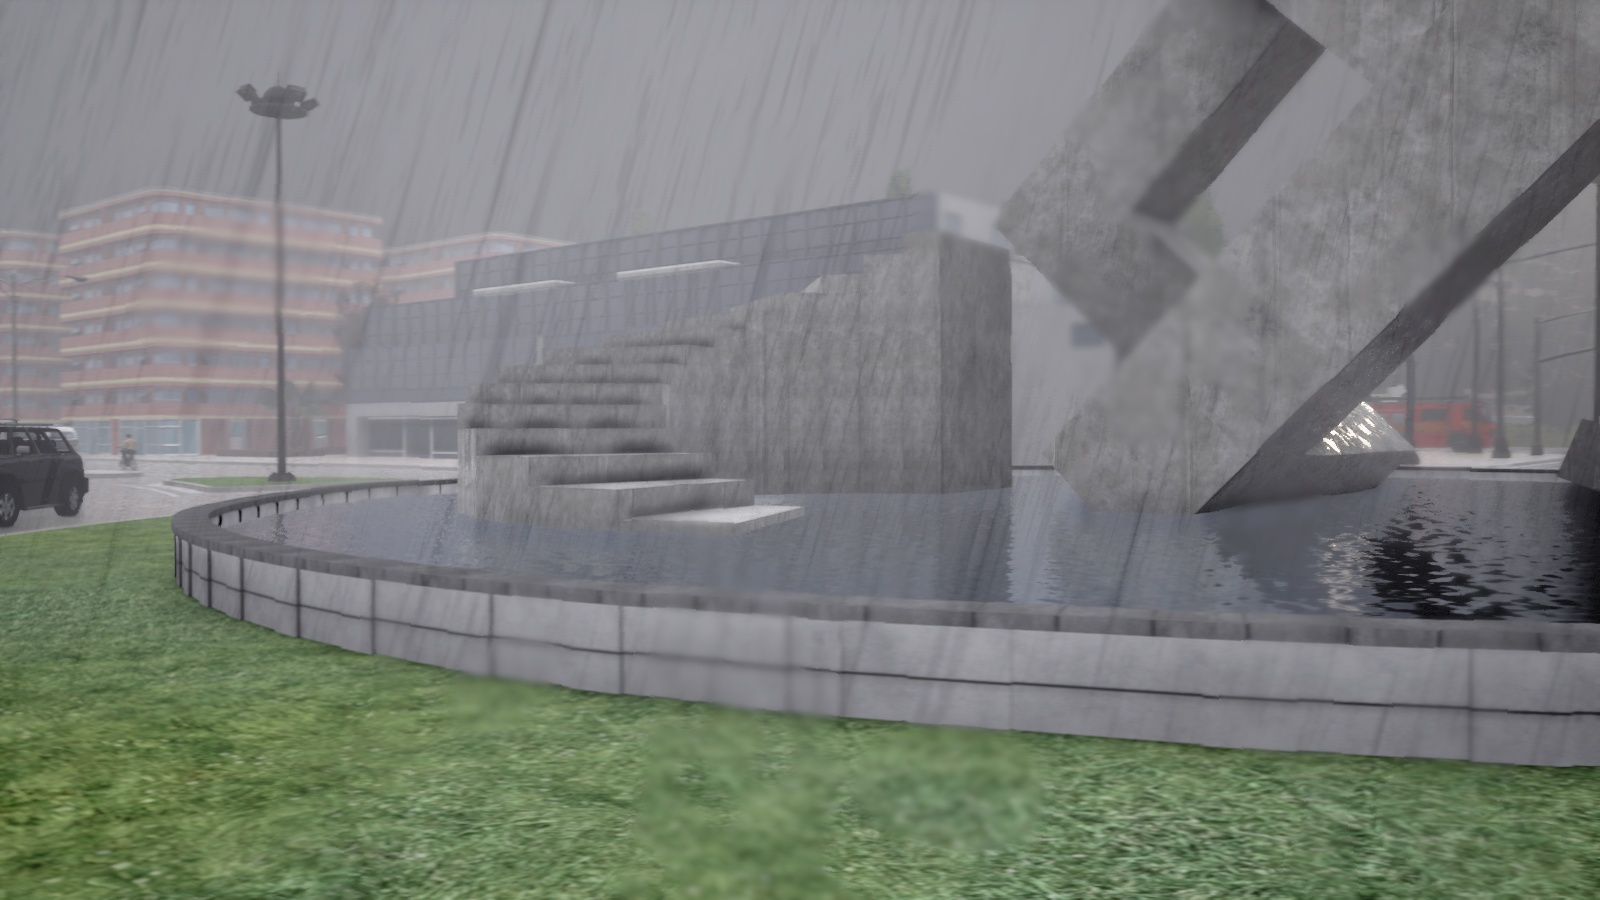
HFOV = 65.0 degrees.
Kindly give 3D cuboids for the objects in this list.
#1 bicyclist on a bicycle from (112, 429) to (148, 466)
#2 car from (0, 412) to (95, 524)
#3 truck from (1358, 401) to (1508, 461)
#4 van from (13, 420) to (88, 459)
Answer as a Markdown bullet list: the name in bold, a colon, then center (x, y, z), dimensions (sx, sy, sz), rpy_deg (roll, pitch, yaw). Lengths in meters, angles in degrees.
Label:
- **bicyclist on a bicycle**: center (-29.068, -0.119, 54.492), dimensions (1.509, 1.612, 0.866), rpy_deg (1, 1, 39)
- **car**: center (-14.500, 0.270, 22.414), dimensions (1.932, 1.855, 4.605), rpy_deg (0, 1, -10)
- **truck**: center (42.170, -1.325, 83.866), dimensions (8.468, 3.827, 2.891), rpy_deg (1, 1, 39)
- **van**: center (-40.940, -0.580, 68.549), dimensions (4.480, 2.038, 2.069), rpy_deg (1, 1, 39)
